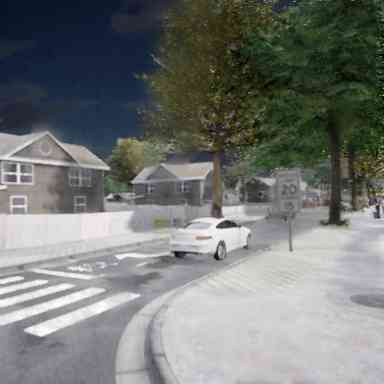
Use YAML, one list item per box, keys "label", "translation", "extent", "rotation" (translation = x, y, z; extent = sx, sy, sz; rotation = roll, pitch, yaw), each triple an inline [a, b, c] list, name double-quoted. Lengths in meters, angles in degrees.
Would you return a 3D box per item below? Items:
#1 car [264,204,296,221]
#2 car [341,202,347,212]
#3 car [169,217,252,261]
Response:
- label: "car"
  translation: [8.670, 1.911, 32.637]
  extent: [2.097, 1.767, 4.553]
  rotation: [-3, -2, 30]
- label: "car"
  translation: [22.960, 2.334, 51.953]
  extent: [1.837, 1.490, 4.892]
  rotation: [-3, -3, 29]
- label: "car"
  translation: [0.860, 1.696, 13.022]
  extent: [1.812, 1.442, 4.674]
  rotation: [-3, -2, 29]
